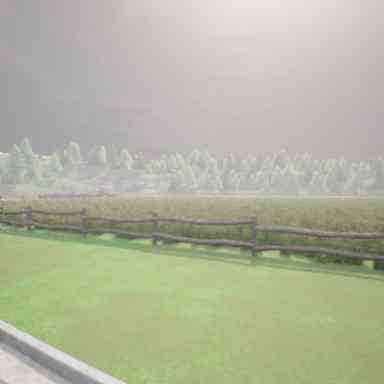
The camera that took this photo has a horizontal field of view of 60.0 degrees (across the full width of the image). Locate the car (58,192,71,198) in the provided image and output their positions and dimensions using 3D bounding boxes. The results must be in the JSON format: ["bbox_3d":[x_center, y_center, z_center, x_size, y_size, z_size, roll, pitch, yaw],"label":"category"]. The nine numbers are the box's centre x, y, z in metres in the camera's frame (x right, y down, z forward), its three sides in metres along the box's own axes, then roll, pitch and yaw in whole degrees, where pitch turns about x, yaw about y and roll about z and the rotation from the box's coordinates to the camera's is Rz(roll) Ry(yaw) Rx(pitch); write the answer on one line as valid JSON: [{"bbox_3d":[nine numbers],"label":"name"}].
[{"bbox_3d":[-32.099,0.951,86.946,1.837,1.490,4.892,0,0,12],"label":"car"}]

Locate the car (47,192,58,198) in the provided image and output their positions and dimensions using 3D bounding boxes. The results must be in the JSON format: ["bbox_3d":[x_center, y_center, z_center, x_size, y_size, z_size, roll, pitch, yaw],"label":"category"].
[{"bbox_3d":[-35.414,0.786,88.166,2.097,1.767,4.553,0,0,12],"label":"car"}]

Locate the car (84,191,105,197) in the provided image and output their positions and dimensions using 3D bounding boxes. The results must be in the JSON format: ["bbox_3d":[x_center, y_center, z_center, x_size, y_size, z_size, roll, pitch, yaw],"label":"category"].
[{"bbox_3d":[-25.143,1.015,85.987,1.812,1.442,4.674,0,0,12],"label":"car"}]

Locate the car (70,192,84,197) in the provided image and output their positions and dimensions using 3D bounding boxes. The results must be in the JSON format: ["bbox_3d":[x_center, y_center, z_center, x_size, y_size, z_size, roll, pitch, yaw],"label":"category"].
[{"bbox_3d":[-28.681,0.949,86.195,1.882,1.535,5.008,0,0,12],"label":"car"}]
